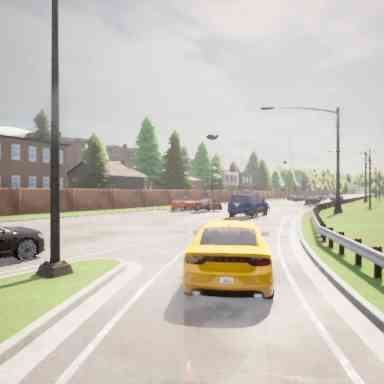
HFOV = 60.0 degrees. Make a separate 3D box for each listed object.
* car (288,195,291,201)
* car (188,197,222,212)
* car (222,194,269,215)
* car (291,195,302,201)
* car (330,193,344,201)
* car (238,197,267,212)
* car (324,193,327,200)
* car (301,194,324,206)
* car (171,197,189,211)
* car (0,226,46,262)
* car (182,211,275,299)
[{"bbox_3d":[25.926,1.492,85.277,1.812,1.442,4.674,0,0,31],"label":"car"},{"bbox_3d":[1.866,1.512,37.978,1.812,1.442,4.674,0,0,31],"label":"car"},{"bbox_3d":[5.094,1.212,29.728,2.150,2.045,5.566,0,0,31],"label":"car"},{"bbox_3d":[25.045,1.566,76.977,1.895,1.301,4.718,0,0,31],"label":"car"},{"bbox_3d":[36.359,1.509,82.267,2.033,1.411,5.357,0,0,31],"label":"car"},{"bbox_3d":[7.452,1.462,40.506,1.882,1.535,5.008,0,0,31],"label":"car"},{"bbox_3d":[29.543,1.471,77.680,1.837,1.490,4.892,0,0,31],"label":"car"},{"bbox_3d":[19.664,1.484,54.100,1.837,1.490,4.892,0,0,31],"label":"car"},{"bbox_3d":[-0.608,1.337,40.658,2.097,1.767,4.553,0,0,31],"label":"car"},{"bbox_3d":[-6.803,1.489,9.835,2.128,1.511,4.902,0,0,31],"label":"car"},{"bbox_3d":[0.980,1.474,8.571,1.882,1.535,5.008,0,0,8],"label":"car"}]
